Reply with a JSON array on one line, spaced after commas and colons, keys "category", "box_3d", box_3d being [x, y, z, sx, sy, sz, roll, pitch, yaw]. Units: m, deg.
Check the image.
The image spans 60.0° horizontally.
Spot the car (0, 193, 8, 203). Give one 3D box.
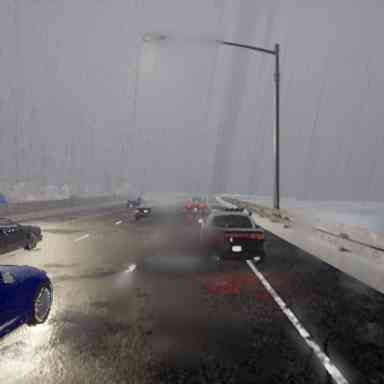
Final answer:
[{"category": "car", "box_3d": [-17.373, 1.070, 27.155, 2.150, 2.045, 5.566, 0, 0, 1]}]

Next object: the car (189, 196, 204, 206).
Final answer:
[{"category": "car", "box_3d": [0.718, 1.302, 48.603, 1.994, 1.385, 4.181, 0, 0, 2]}]

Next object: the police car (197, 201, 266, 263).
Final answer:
[{"category": "police car", "box_3d": [1.265, 1.355, 11.811, 1.930, 1.638, 5.238, 0, 0, 0]}]

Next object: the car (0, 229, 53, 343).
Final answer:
[{"category": "car", "box_3d": [-3.390, 1.500, 4.007, 1.812, 1.442, 4.674, 0, 0, 0]}]

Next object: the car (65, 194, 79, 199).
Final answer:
[{"category": "car", "box_3d": [-23.267, 1.181, 65.249, 1.837, 1.490, 4.892, 0, 0, 2]}]

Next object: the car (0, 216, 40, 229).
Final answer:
[{"category": "car", "box_3d": [-6.868, 1.483, 10.777, 2.033, 1.411, 5.357, 0, 0, 0]}]

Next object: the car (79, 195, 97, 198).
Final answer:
[{"category": "car", "box_3d": [-19.776, 1.278, 65.108, 1.895, 1.301, 4.718, 0, 0, 2]}]

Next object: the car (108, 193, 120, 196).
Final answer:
[{"category": "car", "box_3d": [-16.134, 1.018, 68.545, 2.097, 1.767, 4.553, 0, 0, 2]}]

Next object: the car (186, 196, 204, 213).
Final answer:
[{"category": "car", "box_3d": [0.407, 1.407, 34.719, 1.895, 1.301, 4.718, 0, 0, 2]}]

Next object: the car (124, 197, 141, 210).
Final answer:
[{"category": "car", "box_3d": [-6.462, 1.281, 38.273, 2.128, 1.511, 4.902, 0, 0, 1]}]

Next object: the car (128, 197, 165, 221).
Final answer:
[{"category": "car", "box_3d": [-3.205, 1.401, 25.839, 2.033, 1.411, 5.357, 0, 0, 1]}]
